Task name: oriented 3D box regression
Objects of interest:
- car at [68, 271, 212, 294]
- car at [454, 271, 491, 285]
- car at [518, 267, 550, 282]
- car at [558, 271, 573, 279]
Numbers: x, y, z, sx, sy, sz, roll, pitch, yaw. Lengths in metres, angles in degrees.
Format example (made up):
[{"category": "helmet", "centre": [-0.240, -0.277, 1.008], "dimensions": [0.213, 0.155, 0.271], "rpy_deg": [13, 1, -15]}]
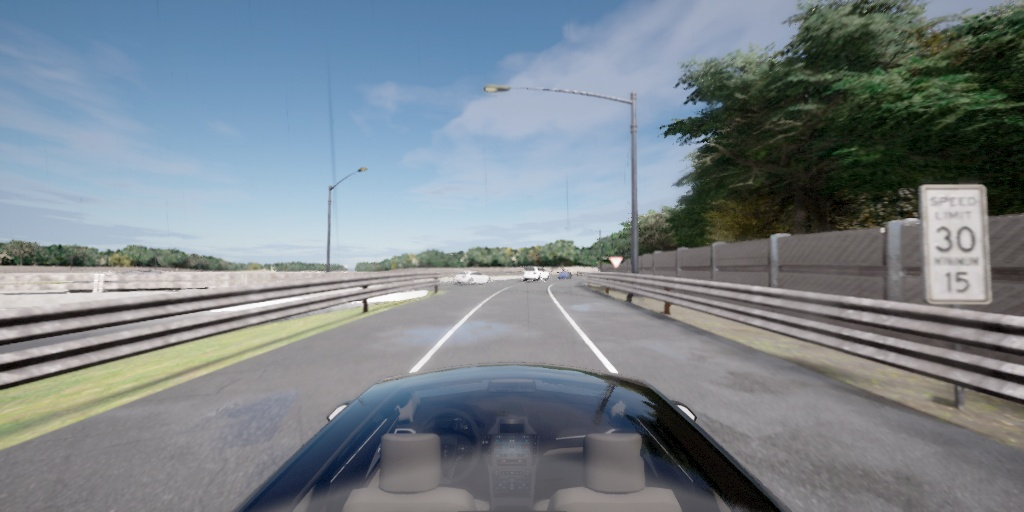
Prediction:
[{"category": "car", "centre": [-19.920, 1.532, 19.577], "dimensions": [5.357, 1.411, 2.033], "rpy_deg": [2, -3, -44]}, {"category": "car", "centre": [-4.099, 2.301, 37.610], "dimensions": [1.812, 1.442, 4.674], "rpy_deg": [-1, -3, 35]}, {"category": "car", "centre": [3.434, 2.520, 49.902], "dimensions": [2.150, 2.045, 5.566], "rpy_deg": [-1, -3, 27]}, {"category": "car", "centre": [9.573, 3.449, 64.161], "dimensions": [2.033, 1.411, 5.357], "rpy_deg": [-1, -3, 19]}]
